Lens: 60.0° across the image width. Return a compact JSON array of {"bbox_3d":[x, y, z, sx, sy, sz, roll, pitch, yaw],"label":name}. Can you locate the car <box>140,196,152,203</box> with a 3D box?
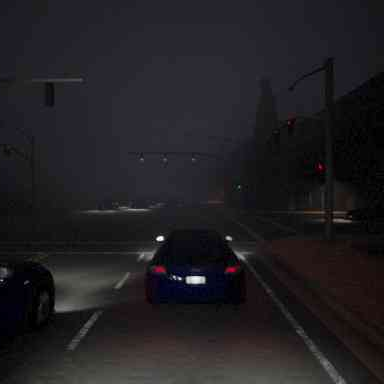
[{"bbox_3d":[-9.910,1.570,71.736,1.994,1.385,4.181,0,0,2],"label":"car"}]

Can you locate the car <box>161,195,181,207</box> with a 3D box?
[{"bbox_3d":[-3.306,1.580,53.011,1.994,1.385,4.181,0,0,2],"label":"car"}]

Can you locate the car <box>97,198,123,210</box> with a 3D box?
[{"bbox_3d":[-10.715,1.518,42.849,1.837,1.490,4.892,0,0,1],"label":"car"}]

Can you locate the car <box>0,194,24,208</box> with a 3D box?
[{"bbox_3d":[-24.949,1.166,43.109,4.605,1.855,1.932,0,0,0],"label":"car"}]

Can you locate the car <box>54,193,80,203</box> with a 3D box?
[{"bbox_3d":[-24.907,1.176,65.627,3.866,1.878,1.905,0,0,0],"label":"car"}]

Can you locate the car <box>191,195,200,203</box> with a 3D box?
[{"bbox_3d":[0.616,1.557,72.588,2.033,1.411,5.357,0,0,2],"label":"car"}]

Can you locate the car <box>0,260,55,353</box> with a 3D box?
[{"bbox_3d":[-3.439,1.353,3.954,2.097,1.767,4.553,0,0,0],"label":"car"}]

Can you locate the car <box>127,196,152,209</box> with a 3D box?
[{"bbox_3d":[-7.149,1.578,46.057,1.994,1.385,4.181,0,0,2],"label":"car"}]

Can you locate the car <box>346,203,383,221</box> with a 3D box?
[{"bbox_3d":[15.253,1.555,26.403,5.357,1.411,2.033,0,0,0],"label":"car"}]

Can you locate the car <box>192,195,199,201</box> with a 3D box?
[{"bbox_3d":[0.901,1.421,83.232,1.882,1.535,5.008,0,0,2],"label":"car"}]

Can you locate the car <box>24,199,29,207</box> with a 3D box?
[{"bbox_3d":[-24.892,1.170,46.004,3.866,1.878,1.905,0,0,0],"label":"car"}]

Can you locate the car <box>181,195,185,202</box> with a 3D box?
[{"bbox_3d":[-2.715,1.524,78.920,1.837,1.490,4.892,0,0,2],"label":"car"}]

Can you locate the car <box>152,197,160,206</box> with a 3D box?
[{"bbox_3d":[-6.937,1.542,54.818,1.812,1.442,4.674,0,0,2],"label":"car"}]

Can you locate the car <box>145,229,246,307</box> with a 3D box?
[{"bbox_3d":[0.067,1.566,8.040,1.994,1.385,4.181,0,0,0],"label":"car"}]

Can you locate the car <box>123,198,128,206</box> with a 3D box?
[{"bbox_3d":[-10.503,1.580,51.758,1.994,1.385,4.181,0,0,4],"label":"car"}]

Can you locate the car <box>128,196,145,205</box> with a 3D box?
[{"bbox_3d":[-10.242,1.510,61.694,2.128,1.511,4.902,0,0,2],"label":"car"}]
